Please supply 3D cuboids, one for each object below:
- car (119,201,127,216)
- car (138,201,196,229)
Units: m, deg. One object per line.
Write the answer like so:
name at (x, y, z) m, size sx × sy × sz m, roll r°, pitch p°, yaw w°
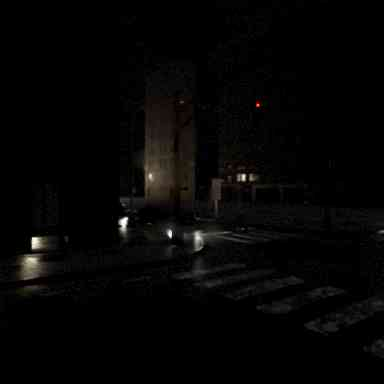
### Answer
car at (-7.410, 1.163, 29.002) m, size 2.097 × 1.767 × 4.553 m, roll 0°, pitch 0°, yaw -35°
car at (-1.679, 1.360, 20.872) m, size 1.882 × 1.535 × 5.008 m, roll 0°, pitch 0°, yaw -34°
